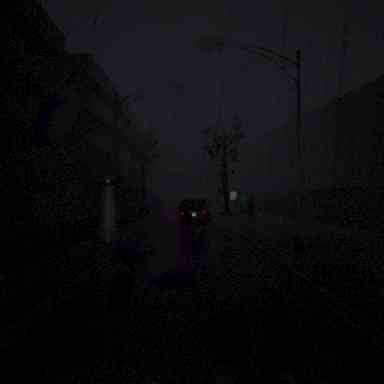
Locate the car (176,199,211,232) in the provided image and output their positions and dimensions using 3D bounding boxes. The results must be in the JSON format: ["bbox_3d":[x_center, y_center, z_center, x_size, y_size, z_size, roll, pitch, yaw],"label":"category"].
[{"bbox_3d":[0.090,1.493,22.372,2.150,2.045,5.566,0,-1,0],"label":"car"}]

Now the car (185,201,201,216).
[{"bbox_3d":[0.106,1.966,40.736,1.882,1.535,5.008,0,0,0],"label":"car"}]
